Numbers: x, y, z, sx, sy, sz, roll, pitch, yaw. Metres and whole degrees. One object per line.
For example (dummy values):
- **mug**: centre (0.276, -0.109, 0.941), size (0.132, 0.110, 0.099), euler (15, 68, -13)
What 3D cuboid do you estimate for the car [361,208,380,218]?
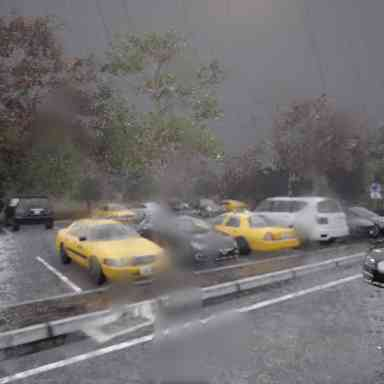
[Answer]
- **car**: centre (6.368, 1.481, 16.513), size (2.097, 1.535, 5.008), euler (0, 0, -35)

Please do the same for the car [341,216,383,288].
- **car**: centre (5.974, 1.427, 7.902), size (4.902, 1.511, 2.128), euler (0, 0, -35)

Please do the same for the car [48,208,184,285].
- **car**: centre (-2.596, 1.496, 9.957), size (1.946, 1.575, 5.366), euler (0, 0, -35)

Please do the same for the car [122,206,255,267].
- **car**: centre (-0.439, 1.495, 11.713), size (2.231, 1.521, 4.892), euler (0, 0, -35)

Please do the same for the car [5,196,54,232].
- **car**: centre (-10.233, 1.242, 20.839), size (2.435, 2.045, 5.566), euler (0, 0, -35)

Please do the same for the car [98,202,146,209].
- **car**: centre (-5.582, 1.481, 23.857), size (1.946, 1.575, 5.366), euler (0, 0, -35)

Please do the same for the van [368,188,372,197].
- **van**: centre (25.322, 0.413, 46.045), size (1.878, 1.987, 4.442), euler (-1, 1, -35)

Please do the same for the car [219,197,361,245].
- **car**: centre (4.086, 1.234, 14.932), size (2.435, 2.045, 5.566), euler (0, 0, -35)

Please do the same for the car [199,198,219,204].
- **car**: centre (0.983, 1.345, 28.752), size (2.185, 1.767, 4.553), euler (0, 0, -35)

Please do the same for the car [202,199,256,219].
- **car**: centre (3.269, 1.466, 30.319), size (2.097, 1.535, 5.008), euler (0, 0, -35)

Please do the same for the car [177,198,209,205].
- **car**: centre (-1.144, 1.505, 27.177), size (2.163, 1.488, 4.792), euler (0, 0, -35)

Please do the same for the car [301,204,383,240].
- **car**: centre (8.657, 1.506, 18.085), size (2.163, 1.488, 4.792), euler (0, 0, -35)

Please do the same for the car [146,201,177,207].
- **car**: centre (-3.423, 1.520, 25.603), size (2.002, 1.452, 4.674), euler (0, 0, -35)

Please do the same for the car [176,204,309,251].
- **car**: centre (1.727, 1.487, 13.460), size (1.946, 1.575, 5.366), euler (0, 0, -35)
